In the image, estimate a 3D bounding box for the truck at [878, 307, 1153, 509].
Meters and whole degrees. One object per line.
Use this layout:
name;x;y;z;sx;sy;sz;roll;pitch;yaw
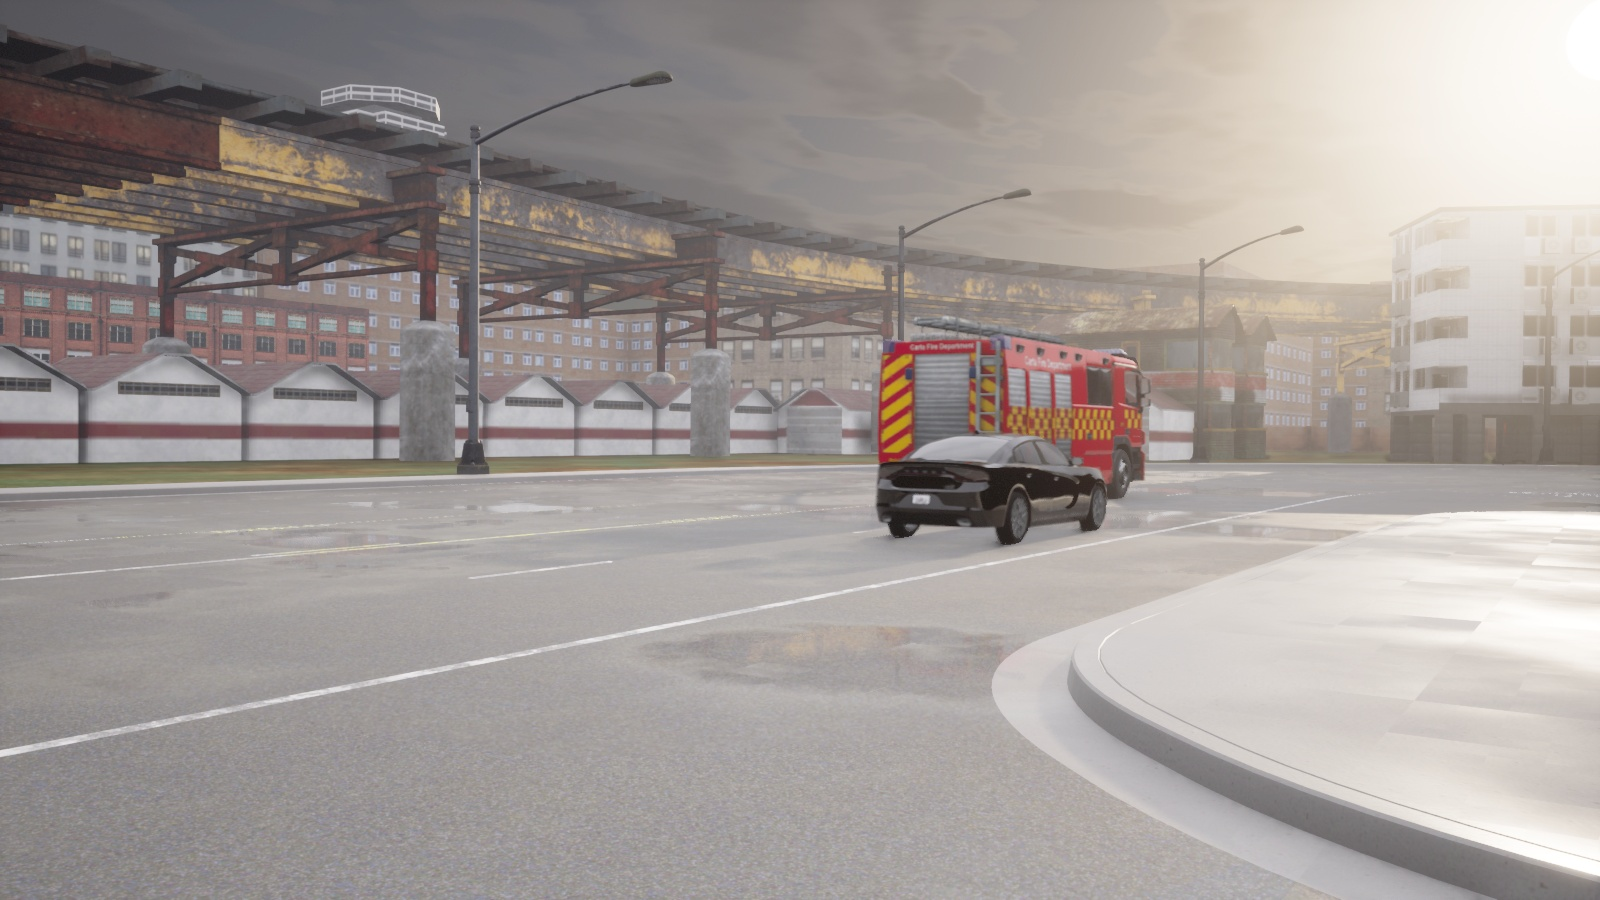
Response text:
truck;5.152;-0.865;28.220;2.891;3.827;8.468;0;1;34

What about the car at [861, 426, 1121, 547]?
car;2.999;0.427;18.645;1.882;1.535;5.008;0;1;34
